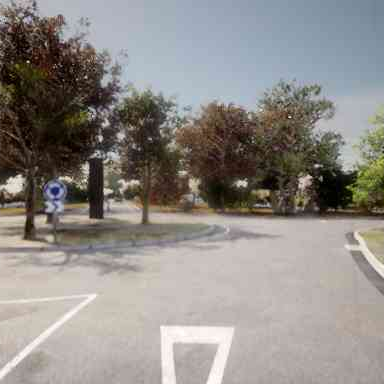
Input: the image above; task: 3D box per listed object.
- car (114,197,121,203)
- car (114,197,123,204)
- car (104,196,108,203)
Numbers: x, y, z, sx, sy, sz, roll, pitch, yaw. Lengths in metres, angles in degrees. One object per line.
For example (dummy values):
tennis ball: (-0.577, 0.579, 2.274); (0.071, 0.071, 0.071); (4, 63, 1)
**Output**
car: (-20.574, 2.192, 92.210); (1.837, 1.490, 4.892); (0, -1, -13)
car: (-17.135, 2.059, 77.604); (1.837, 1.490, 4.892); (0, 0, -13)
car: (-22.552, 1.812, 85.341); (2.097, 1.767, 4.553); (0, 0, -13)
